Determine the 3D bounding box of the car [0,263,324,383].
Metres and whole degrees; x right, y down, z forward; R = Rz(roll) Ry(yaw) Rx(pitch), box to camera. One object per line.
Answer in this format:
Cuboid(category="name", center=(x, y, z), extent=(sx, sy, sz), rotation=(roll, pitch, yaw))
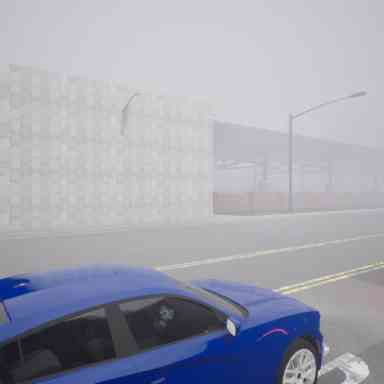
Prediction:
Cuboid(category="car", center=(-0.733, 1.478, 3.227), extent=(5.008, 1.535, 1.882), rotation=(0, 0, -36))
